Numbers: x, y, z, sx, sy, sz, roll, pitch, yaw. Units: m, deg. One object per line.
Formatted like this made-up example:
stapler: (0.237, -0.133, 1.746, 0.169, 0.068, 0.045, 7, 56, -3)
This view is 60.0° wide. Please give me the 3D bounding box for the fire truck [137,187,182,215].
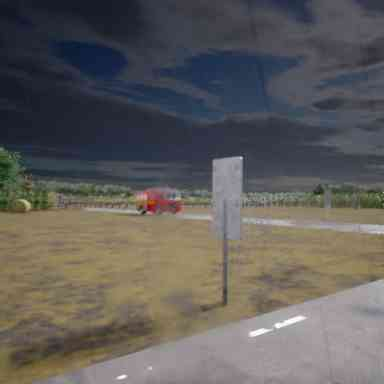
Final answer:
fire truck: (-4.899, 1.281, 47.871, 2.891, 3.827, 8.468, 0, -1, -35)
